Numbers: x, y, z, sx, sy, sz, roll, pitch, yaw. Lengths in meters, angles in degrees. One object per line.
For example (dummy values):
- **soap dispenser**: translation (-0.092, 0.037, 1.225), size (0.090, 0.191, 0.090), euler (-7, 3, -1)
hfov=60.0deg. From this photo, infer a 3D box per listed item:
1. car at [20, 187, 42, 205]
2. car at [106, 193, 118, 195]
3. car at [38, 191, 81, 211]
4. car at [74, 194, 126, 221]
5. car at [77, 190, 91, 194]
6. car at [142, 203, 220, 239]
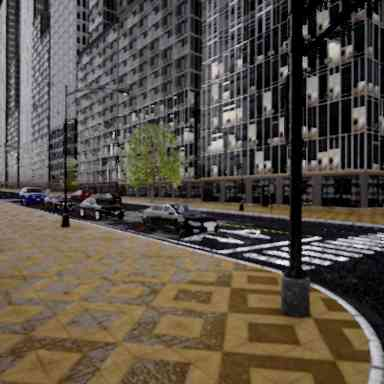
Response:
- **car**: translation (-19.280, 0.482, 40.281), size (2.150, 2.045, 5.566), euler (0, 1, -38)
- **car**: translation (-11.310, 0.846, 46.137), size (1.812, 1.442, 4.674), euler (0, 1, -38)
- **car**: translation (-12.759, 0.951, 31.878), size (2.128, 1.511, 4.902), euler (0, 1, -38)
- **car**: translation (-6.521, 1.153, 23.922), size (1.837, 1.490, 4.892), euler (0, 1, -38)
- **car**: translation (-18.163, 0.463, 54.918), size (2.097, 1.767, 4.553), euler (0, 1, -39)
- **car**: translation (-0.675, 1.316, 16.492), size (2.128, 1.511, 4.902), euler (0, 1, -38)
